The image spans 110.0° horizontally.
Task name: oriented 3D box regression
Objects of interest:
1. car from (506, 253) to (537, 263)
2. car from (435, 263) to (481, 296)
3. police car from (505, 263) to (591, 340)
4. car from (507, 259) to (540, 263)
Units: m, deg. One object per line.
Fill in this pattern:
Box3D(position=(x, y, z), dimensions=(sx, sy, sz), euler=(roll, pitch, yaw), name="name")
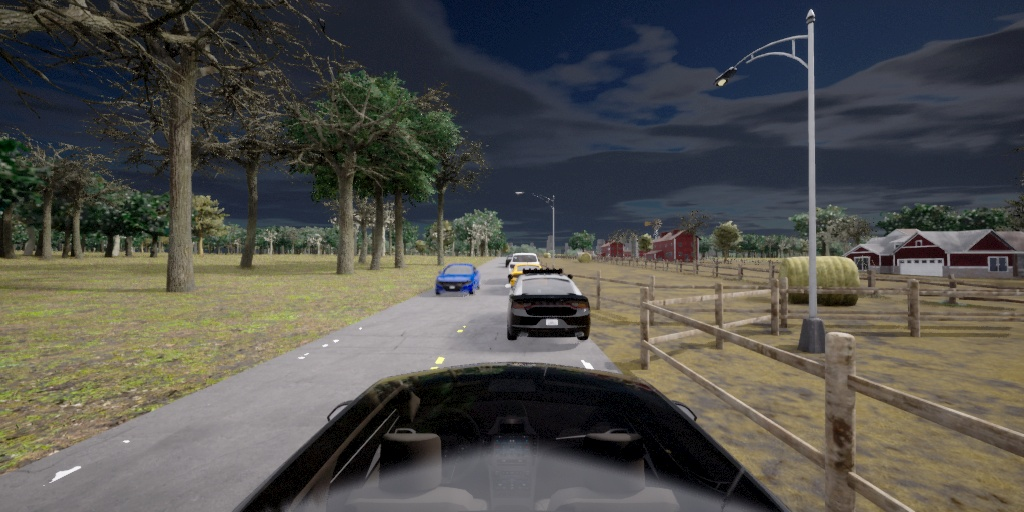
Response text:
Box3D(position=(0.846, 0.810, 25.941), dimensions=(2.150, 2.045, 5.566), euler=(0, 1, 0), name="car")
Box3D(position=(-2.736, 1.143, 18.925), dimensions=(1.882, 1.535, 5.008), euler=(0, 1, 0), name="car")
Box3D(position=(0.832, 1.156, 10.019), dimensions=(1.930, 1.638, 5.238), euler=(0, 0, 0), name="police car")
Box3D(position=(0.840, 1.134, 19.910), dimensions=(1.882, 1.535, 5.008), euler=(0, 1, 0), name="car")
